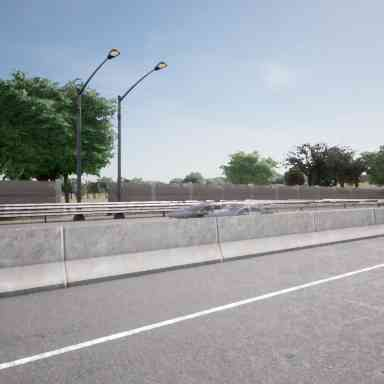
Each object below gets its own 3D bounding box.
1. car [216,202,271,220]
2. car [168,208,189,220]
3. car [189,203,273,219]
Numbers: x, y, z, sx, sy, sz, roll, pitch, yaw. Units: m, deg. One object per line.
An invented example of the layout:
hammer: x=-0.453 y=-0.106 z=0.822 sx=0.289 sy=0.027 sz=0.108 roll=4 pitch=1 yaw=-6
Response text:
car: x=4.540 y=1.608 z=28.743 sx=4.718 sy=1.301 sz=1.895 roll=0 pitch=0 yaw=-36
car: x=0.739 y=1.502 z=21.732 sx=4.892 sy=1.490 sz=1.837 roll=0 pitch=0 yaw=-36
car: x=2.560 y=1.489 z=18.731 sx=4.902 sy=1.511 sz=2.128 roll=0 pitch=0 yaw=-36
